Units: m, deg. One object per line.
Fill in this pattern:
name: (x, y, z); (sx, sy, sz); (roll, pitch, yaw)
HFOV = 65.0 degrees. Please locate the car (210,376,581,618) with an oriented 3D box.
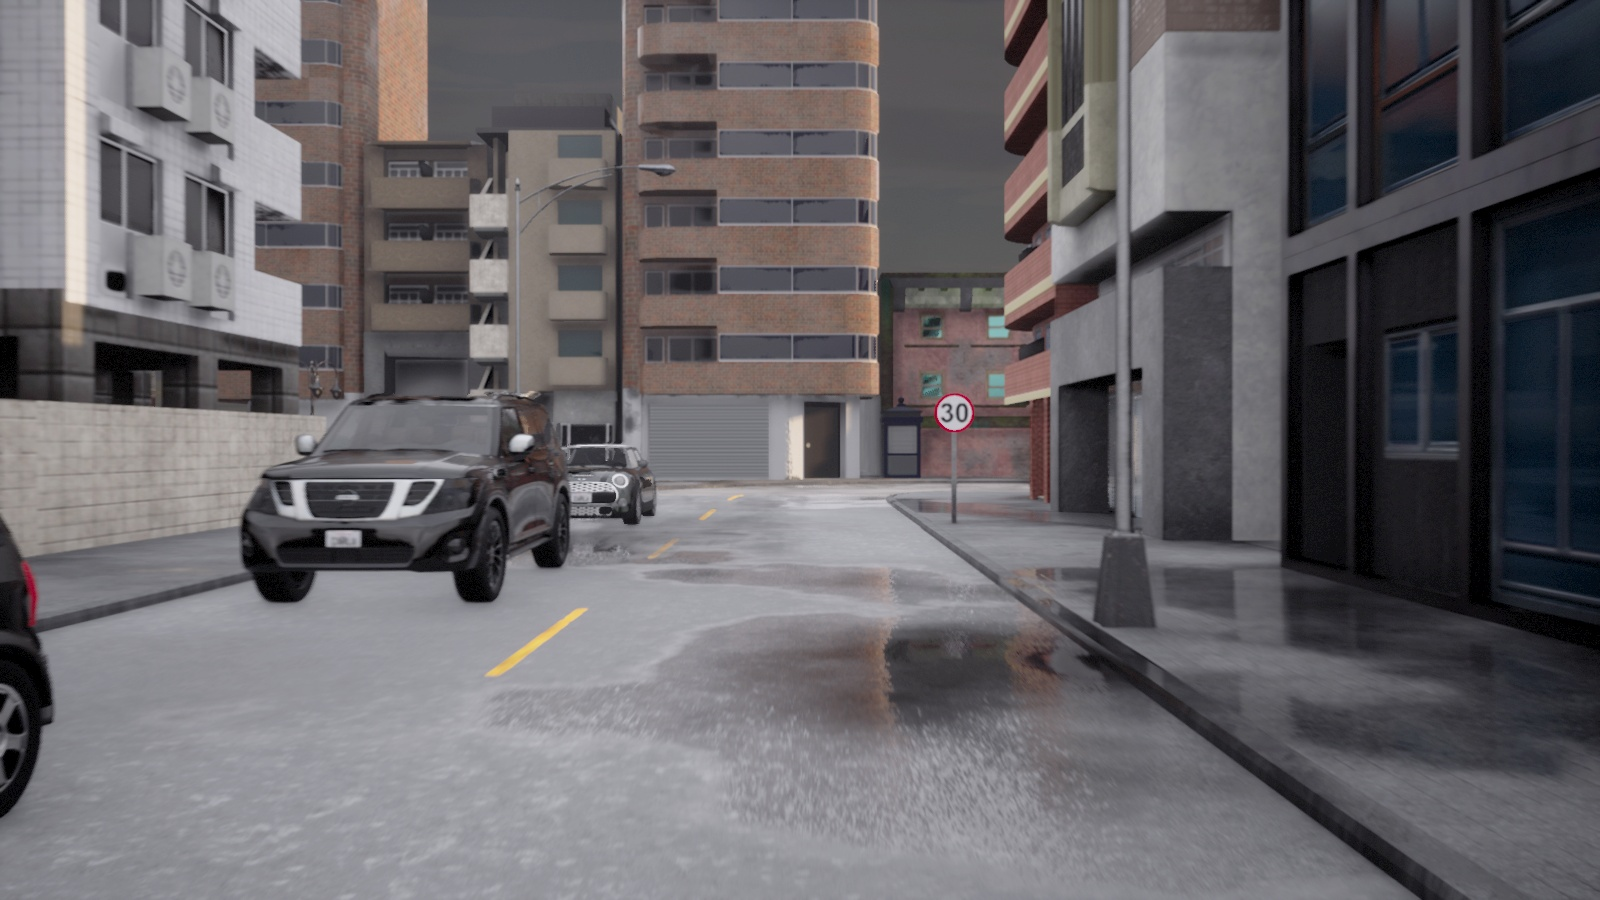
car: (-3.913, 0.385, 13.423); (2.150, 2.045, 5.566); (0, 0, 0)

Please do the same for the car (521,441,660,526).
car: (-3.856, 0.571, 23.767); (1.970, 1.475, 3.806); (0, 0, 0)

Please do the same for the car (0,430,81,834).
car: (-3.965, 0.702, 3.490); (1.789, 1.549, 3.705); (0, 0, 0)
